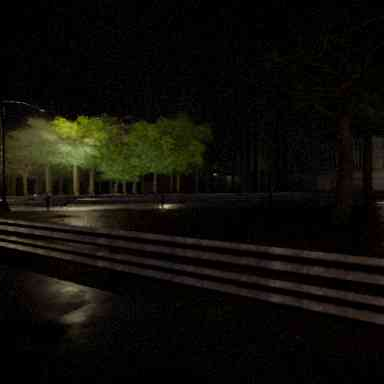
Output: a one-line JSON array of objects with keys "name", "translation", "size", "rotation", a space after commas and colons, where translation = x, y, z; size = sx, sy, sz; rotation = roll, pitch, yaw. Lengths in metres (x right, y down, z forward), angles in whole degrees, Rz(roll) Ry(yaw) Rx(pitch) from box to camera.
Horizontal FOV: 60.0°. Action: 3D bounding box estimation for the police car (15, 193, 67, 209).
[{"name": "police car", "translation": [-15.983, 0.914, 35.285], "size": [5.238, 1.638, 1.930], "rotation": [-1, 0, 2]}]
